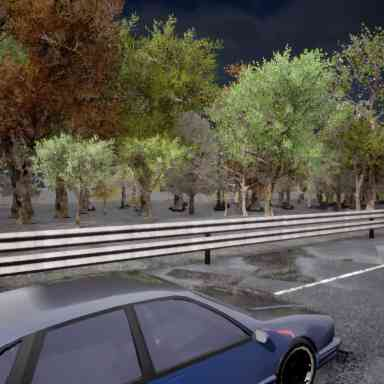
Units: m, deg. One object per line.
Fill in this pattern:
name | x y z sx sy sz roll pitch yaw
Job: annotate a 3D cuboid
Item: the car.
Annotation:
car | -0.731 1.547 3.201 5.357 1.411 2.033 0 0 -38
